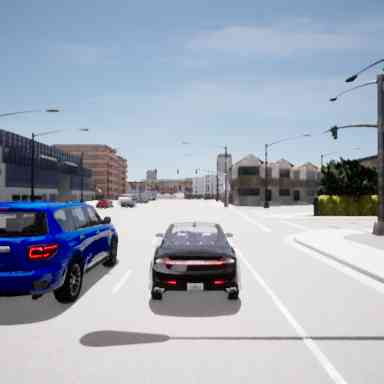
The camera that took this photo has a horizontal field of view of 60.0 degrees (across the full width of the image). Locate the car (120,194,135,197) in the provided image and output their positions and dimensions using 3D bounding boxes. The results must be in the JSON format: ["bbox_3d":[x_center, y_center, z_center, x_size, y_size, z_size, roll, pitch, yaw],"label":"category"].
[{"bbox_3d":[-14.053,1.522,69.554,2.150,2.045,5.566,0,1,0],"label":"car"}]

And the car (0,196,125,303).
[{"bbox_3d":[-3.439,1.236,8.379,2.150,2.045,5.566,0,0,0],"label":"car"}]

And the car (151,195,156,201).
[{"bbox_3d":[-10.566,1.650,86.942,1.837,1.490,4.892,0,0,0],"label":"car"}]

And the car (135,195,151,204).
[{"bbox_3d":[-10.554,1.628,71.067,2.097,1.767,4.553,0,1,0],"label":"car"}]

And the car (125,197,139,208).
[{"bbox_3d":[-10.620,1.973,55.603,1.994,1.385,4.181,0,0,0],"label":"car"}]

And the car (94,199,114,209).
[{"bbox_3d":[-14.125,1.892,53.799,1.882,1.535,5.008,0,0,0],"label":"car"}]

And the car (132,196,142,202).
[{"bbox_3d":[-14.065,1.741,85.260,1.895,1.301,4.718,0,0,0],"label":"car"}]

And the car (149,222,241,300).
[{"bbox_3d":[0.062,1.503,8.422,2.128,1.511,4.902,0,0,0],"label":"car"}]
